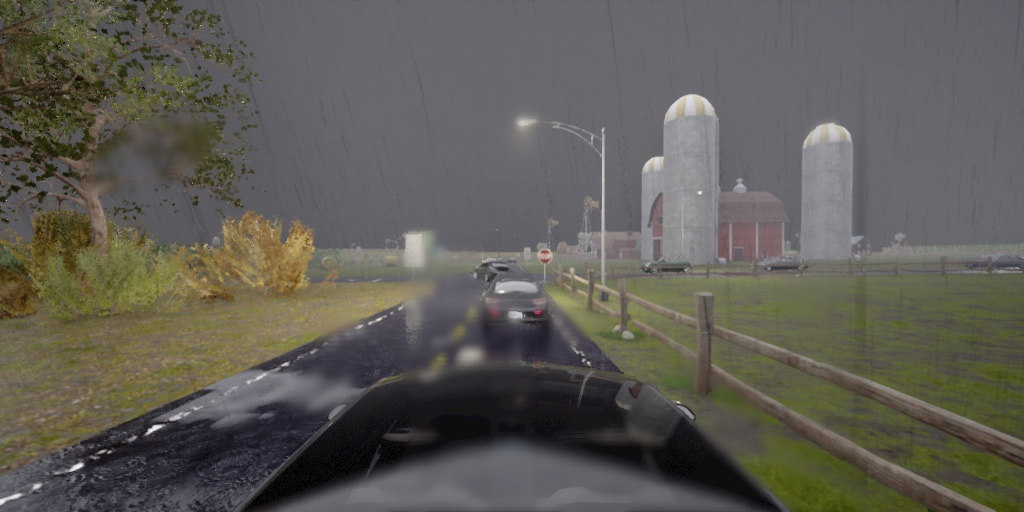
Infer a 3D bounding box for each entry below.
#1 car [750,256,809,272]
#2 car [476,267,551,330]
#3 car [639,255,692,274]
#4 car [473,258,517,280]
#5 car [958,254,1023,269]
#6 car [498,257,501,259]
[{"bbox_3d":[25.077,0.727,33.719,4.902,1.511,2.128,-1,1,0],"label":"car"},{"bbox_3d":[0.111,1.242,10.850,1.812,1.442,4.674,0,0,0],"label":"car"},{"bbox_3d":[14.334,0.744,33.656,4.553,1.767,2.097,-1,1,0],"label":"car"},{"bbox_3d":[-1.537,1.169,27.188,1.837,1.490,4.892,1,0,-22],"label":"car"},{"bbox_3d":[45.651,0.498,33.769,5.357,1.411,2.033,-1,1,0],"label":"car"},{"bbox_3d":[-2.785,1.078,48.217,1.882,1.535,5.008,0,0,0],"label":"car"}]
